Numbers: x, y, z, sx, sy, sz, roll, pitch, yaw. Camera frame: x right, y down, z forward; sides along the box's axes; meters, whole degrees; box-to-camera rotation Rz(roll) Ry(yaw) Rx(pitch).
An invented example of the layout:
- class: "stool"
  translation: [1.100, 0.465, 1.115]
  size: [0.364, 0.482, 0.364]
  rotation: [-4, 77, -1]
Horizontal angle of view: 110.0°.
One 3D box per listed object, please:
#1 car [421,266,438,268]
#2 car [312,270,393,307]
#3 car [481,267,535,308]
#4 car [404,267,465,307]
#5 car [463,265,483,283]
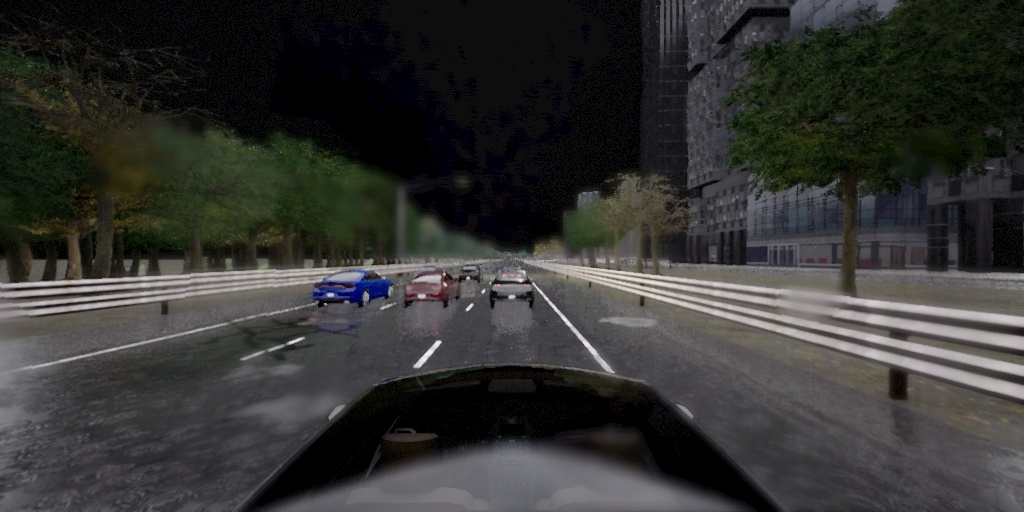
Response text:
- class: "car"
  translation: [-7.011, 1.563, 30.830]
  size: [2.033, 1.411, 5.357]
  rotation: [0, 0, 0]
- class: "car"
  translation: [-6.999, 1.363, 16.321]
  size: [1.882, 1.535, 5.008]
  rotation: [0, 0, 0]
- class: "car"
  translation: [-0.001, 1.376, 16.140]
  size: [2.128, 1.511, 4.902]
  rotation: [0, 0, 0]
- class: "car"
  translation: [-3.500, 1.410, 16.233]
  size: [1.812, 1.442, 4.674]
  rotation: [0, 0, 0]
- class: "car"
  translation: [-3.507, 1.526, 31.149]
  size: [1.837, 1.490, 4.892]
  rotation: [0, 0, 0]
